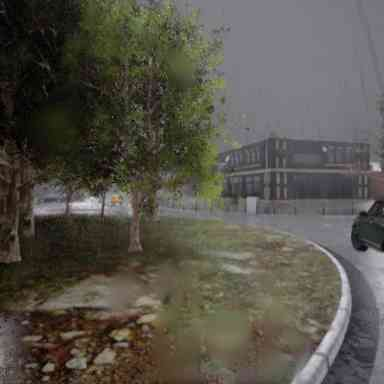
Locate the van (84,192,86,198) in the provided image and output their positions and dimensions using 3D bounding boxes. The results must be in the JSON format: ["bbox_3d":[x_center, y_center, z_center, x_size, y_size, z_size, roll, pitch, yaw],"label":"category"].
[{"bbox_3d":[-30.310,0.746,85.296,4.442,1.987,1.878,0,1,-9],"label":"van"}]

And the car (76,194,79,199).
[{"bbox_3d":[-28.681,1.127,74.392,4.892,1.521,2.231,0,1,-9],"label":"car"}]

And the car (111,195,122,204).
[{"bbox_3d":[-13.246,1.295,58.524,1.882,1.535,5.008,0,0,-11],"label":"car"}]

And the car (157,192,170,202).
[{"bbox_3d":[-6.764,1.271,64.871,4.792,1.488,2.163,0,0,-9],"label":"car"}]

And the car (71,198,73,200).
[{"bbox_3d":[-27.797,1.233,68.944,4.674,1.452,2.002,0,1,-9],"label":"car"}]

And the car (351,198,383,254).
[{"bbox_3d":[6.917,1.196,10.696,2.150,2.045,5.566,0,0,11],"label":"car"}]

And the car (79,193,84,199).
[{"bbox_3d":[-29.578,0.798,79.828,5.566,2.045,2.435,0,1,-9],"label":"car"}]

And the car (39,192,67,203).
[{"bbox_3d":[-26.893,1.126,63.499,4.553,1.767,2.185,0,1,-9],"label":"car"}]

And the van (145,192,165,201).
[{"bbox_3d":[-8.167,0.936,73.093,4.442,1.987,1.878,0,1,-9],"label":"van"}]

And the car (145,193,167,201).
[{"bbox_3d":[-7.562,1.067,70.246,4.553,1.767,2.185,0,1,-9],"label":"car"}]

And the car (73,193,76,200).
[{"bbox_3d":[-28.206,1.035,71.669,4.553,1.767,2.185,0,1,-9],"label":"car"}]

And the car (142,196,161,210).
[{"bbox_3d":[-5.822,1.530,42.712,1.895,1.301,4.718,0,0,-21],"label":"car"}]

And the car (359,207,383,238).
[{"bbox_3d":[10.356,1.510,15.625,2.033,1.411,5.357,0,0,-4],"label":"car"}]
